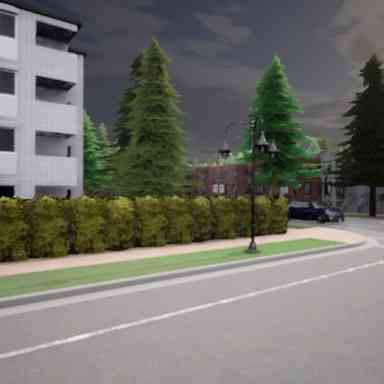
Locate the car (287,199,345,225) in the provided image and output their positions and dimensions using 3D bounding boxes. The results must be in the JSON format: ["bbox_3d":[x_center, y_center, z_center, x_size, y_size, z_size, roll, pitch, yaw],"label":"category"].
[{"bbox_3d":[9.214,1.444,25.365,2.097,1.767,4.553,0,-1,-34],"label":"car"}]
